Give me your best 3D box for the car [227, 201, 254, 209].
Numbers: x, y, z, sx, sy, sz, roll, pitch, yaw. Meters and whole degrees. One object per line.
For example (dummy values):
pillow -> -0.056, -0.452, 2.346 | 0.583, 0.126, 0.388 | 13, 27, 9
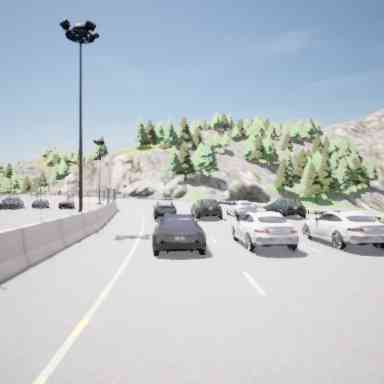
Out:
car -> 4.436, 1.514, 30.089 | 1.812, 1.442, 4.674 | 0, 0, -9

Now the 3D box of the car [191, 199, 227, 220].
car -> 1.159, 1.347, 28.417 | 2.097, 1.767, 4.553 | 0, 0, -9

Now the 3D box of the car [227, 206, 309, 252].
car -> 2.908, 1.519, 13.855 | 1.812, 1.442, 4.674 | 0, 0, -4

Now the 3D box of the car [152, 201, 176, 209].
car -> -2.363, 1.495, 28.315 | 2.128, 1.511, 4.902 | 0, 0, -9

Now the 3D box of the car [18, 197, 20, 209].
car -> -24.032, 1.397, 44.568 | 2.097, 1.767, 4.553 | 0, 0, -16

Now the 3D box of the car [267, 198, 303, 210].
car -> 8.120, 1.332, 29.218 | 2.097, 1.767, 4.553 | 0, 0, -9

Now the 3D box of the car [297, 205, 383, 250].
car -> 6.389, 1.512, 14.163 | 1.812, 1.442, 4.674 | 0, 0, -4

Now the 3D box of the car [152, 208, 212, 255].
car -> -0.570, 1.564, 13.417 | 1.994, 1.385, 4.181 | 0, 0, -4
